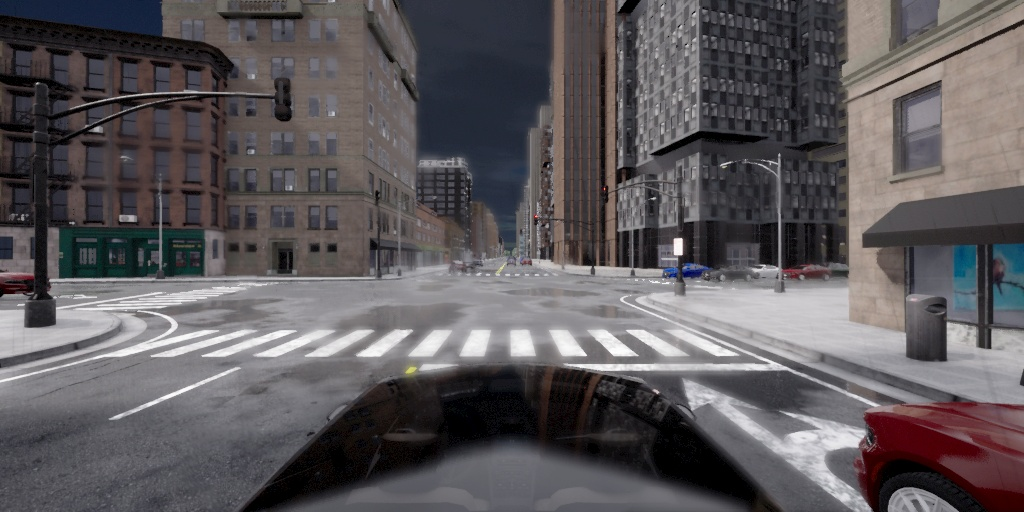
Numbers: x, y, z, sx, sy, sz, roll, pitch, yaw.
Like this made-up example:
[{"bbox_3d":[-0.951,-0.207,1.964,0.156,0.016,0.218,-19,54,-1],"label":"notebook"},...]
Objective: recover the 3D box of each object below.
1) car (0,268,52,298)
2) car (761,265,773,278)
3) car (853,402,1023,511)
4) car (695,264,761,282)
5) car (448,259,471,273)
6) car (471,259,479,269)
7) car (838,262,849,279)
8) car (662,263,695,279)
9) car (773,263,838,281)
[{"bbox_3d":[-22.331,0.962,14.468,5.008,1.535,1.882,1,0,-17],"label":"car"},{"bbox_3d":[26.006,1.640,37.381,4.674,1.442,1.812,1,0,-15],"label":"car"},{"bbox_3d":[3.353,1.228,0.439,1.882,1.535,5.008,0,0,0],"label":"car"},{"bbox_3d":[19.276,1.514,32.067,4.892,1.490,1.837,1,0,-17],"label":"car"},{"bbox_3d":[-6.676,1.284,44.741,1.812,1.442,4.674,0,0,0],"label":"car"},{"bbox_3d":[-6.688,1.252,54.701,2.128,1.511,4.902,0,0,0],"label":"car"},{"bbox_3d":[35.015,1.571,39.664,4.553,1.767,2.097,1,0,-13],"label":"car"},{"bbox_3d":[17.024,1.487,34.810,5.008,1.535,1.882,1,0,-16],"label":"car"},{"bbox_3d":[28.327,1.594,34.640,5.008,1.535,1.882,1,0,-15],"label":"car"}]
